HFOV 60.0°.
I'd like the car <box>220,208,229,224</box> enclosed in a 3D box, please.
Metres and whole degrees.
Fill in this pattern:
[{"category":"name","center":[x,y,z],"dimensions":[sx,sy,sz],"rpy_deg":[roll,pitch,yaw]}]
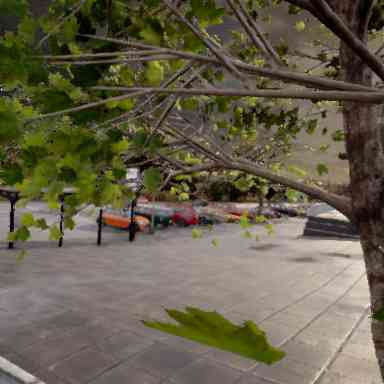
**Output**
[{"category":"car","center":[1.381,2.742,37.798],"dimensions":[4.674,1.452,2.002],"rpy_deg":[7,2,16]}]

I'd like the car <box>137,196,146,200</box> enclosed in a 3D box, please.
[{"category":"car","center":[-8.413,1.308,47.840],"dimensions":[2.097,1.767,4.553],"rpy_deg":[7,2,36]}]

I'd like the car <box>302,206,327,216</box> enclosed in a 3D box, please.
[{"category":"car","center":[27.447,4.149,74.473],"dimensions":[5.008,1.535,2.097],"rpy_deg":[7,2,15]}]

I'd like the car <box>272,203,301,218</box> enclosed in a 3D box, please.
[{"category":"car","center":[15.357,3.169,57.341],"dimensions":[5.566,2.045,2.435],"rpy_deg":[7,2,15]}]

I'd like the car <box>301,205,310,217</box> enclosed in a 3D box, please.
[{"category":"car","center":[18.953,3.634,62.194],"dimensions":[5.366,1.575,1.946],"rpy_deg":[7,2,15]}]

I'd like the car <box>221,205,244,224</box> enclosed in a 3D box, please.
[{"category":"car","center":[3.313,2.807,40.187],"dimensions":[5.366,1.575,1.946],"rpy_deg":[7,2,15]}]

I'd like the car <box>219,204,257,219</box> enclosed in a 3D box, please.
[{"category":"car","center":[4.930,2.628,42.665],"dimensions":[5.566,2.045,2.435],"rpy_deg":[7,2,15]}]

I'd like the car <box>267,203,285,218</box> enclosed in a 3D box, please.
[{"category":"car","center":[11.811,3.098,52.466],"dimensions":[4.553,1.767,2.185],"rpy_deg":[7,2,15]}]

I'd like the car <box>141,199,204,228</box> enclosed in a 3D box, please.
[{"category":"car","center":[-2.124,2.277,32.901],"dimensions":[5.566,2.045,2.435],"rpy_deg":[7,3,16]}]

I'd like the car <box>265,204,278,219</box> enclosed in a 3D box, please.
[{"category":"car","center":[10.133,3.015,49.997],"dimensions":[4.553,1.767,2.185],"rpy_deg":[7,3,15]}]

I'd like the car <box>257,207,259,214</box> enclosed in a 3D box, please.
[{"category":"car","center":[6.641,2.993,45.123],"dimensions":[4.792,1.488,2.163],"rpy_deg":[7,2,15]}]

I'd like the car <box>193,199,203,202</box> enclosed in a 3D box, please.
[{"category":"car","center":[1.177,2.007,61.320],"dimensions":[1.994,1.385,4.181],"rpy_deg":[7,2,36]}]

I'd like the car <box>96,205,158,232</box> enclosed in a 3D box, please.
[{"category":"car","center":[-5.688,2.224,28.055],"dimensions":[4.553,1.767,2.185],"rpy_deg":[7,2,16]}]

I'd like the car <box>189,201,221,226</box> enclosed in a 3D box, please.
[{"category":"car","center":[-0.309,2.370,35.334],"dimensions":[5.566,2.045,2.435],"rpy_deg":[7,2,16]}]

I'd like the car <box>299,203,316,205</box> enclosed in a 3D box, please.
[{"category":"car","center":[22.244,3.572,67.123],"dimensions":[5.566,2.045,2.435],"rpy_deg":[7,2,15]}]

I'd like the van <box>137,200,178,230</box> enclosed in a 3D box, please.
[{"category":"van","center":[-3.976,2.205,30.494],"dimensions":[4.442,1.987,1.878],"rpy_deg":[7,3,16]}]

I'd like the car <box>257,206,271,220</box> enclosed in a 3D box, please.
[{"category":"car","center":[8.357,3.050,47.563],"dimensions":[4.892,1.521,2.231],"rpy_deg":[7,3,15]}]

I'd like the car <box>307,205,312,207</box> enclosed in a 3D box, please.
[{"category":"car","center":[20.330,3.694,64.731],"dimensions":[5.366,1.575,1.946],"rpy_deg":[7,2,15]}]
